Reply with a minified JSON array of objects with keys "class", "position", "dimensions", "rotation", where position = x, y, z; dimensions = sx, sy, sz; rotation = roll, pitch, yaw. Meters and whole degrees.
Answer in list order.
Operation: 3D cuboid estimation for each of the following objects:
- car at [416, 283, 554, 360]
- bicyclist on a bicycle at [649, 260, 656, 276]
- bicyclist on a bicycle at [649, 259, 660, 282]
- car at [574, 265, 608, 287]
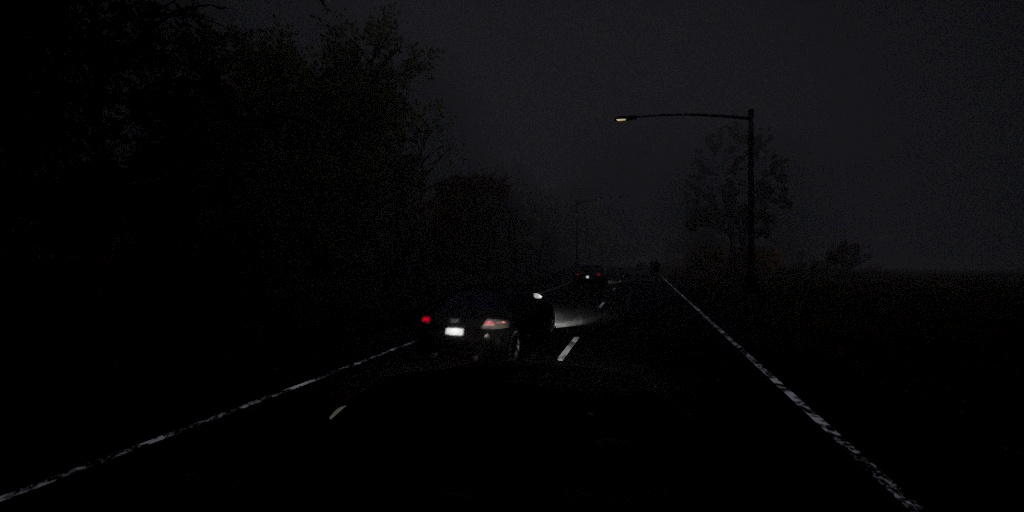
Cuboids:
[{"class":"car","position":[-0.349,1.315,8.259],"dimensions":[1.994,1.385,4.181],"rotation":[0,0,20]},{"class":"bicyclist on a bicycle","position":[14.300,1.212,36.522],"dimensions":[0.582,1.620,1.656],"rotation":[0,0,19]},{"class":"bicyclist on a bicycle","position":[11.360,1.127,28.227],"dimensions":[0.659,1.776,1.843],"rotation":[0,0,19]},{"class":"car","position":[5.522,1.319,24.832],"dimensions":[1.994,1.385,4.181],"rotation":[0,0,20]}]
